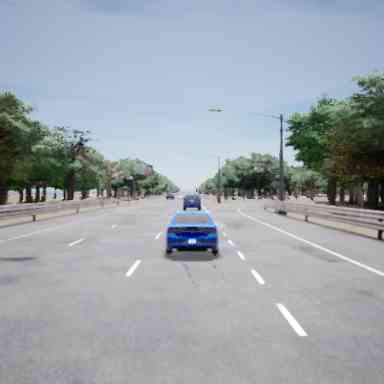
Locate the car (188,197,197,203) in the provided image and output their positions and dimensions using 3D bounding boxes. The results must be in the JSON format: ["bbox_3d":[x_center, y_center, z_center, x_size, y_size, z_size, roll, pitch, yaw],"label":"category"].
[{"bbox_3d":[0.022,1.729,72.642,1.895,1.301,4.718,0,0,0],"label":"car"}]

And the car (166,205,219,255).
[{"bbox_3d":[0.006,1.503,13.539,1.882,1.535,5.008,0,0,0],"label":"car"}]

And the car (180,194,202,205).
[{"bbox_3d":[0.013,1.297,41.504,2.150,2.045,5.566,0,0,0],"label":"car"}]
